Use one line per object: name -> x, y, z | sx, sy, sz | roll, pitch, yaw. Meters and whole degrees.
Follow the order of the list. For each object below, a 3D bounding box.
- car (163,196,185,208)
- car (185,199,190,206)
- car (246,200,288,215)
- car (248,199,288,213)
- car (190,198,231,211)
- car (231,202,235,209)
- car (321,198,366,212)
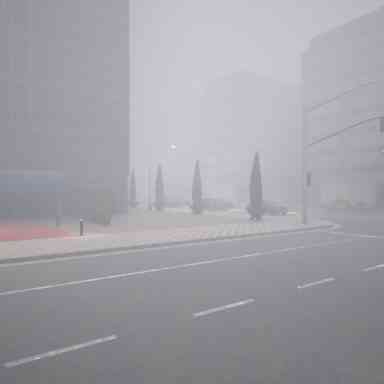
car -> -3.512, 1.353, 49.270 | 2.097, 1.767, 4.553 | 0, 0, -35
car -> -1.894, 1.564, 53.069 | 1.994, 1.385, 4.181 | 0, 0, -35
car -> 7.469, 1.526, 33.525 | 1.812, 1.442, 4.674 | 0, 0, -38
car -> 8.614, 1.564, 37.999 | 1.994, 1.385, 4.181 | 0, 0, -35
car -> 2.219, 1.505, 41.045 | 1.837, 1.490, 4.892 | 0, 0, -35
car -> 3.805, 1.564, 44.890 | 1.994, 1.385, 4.181 | 0, 0, -35
car -> 17.258, 1.477, 38.194 | 1.882, 1.535, 5.008 | 0, 0, -35
